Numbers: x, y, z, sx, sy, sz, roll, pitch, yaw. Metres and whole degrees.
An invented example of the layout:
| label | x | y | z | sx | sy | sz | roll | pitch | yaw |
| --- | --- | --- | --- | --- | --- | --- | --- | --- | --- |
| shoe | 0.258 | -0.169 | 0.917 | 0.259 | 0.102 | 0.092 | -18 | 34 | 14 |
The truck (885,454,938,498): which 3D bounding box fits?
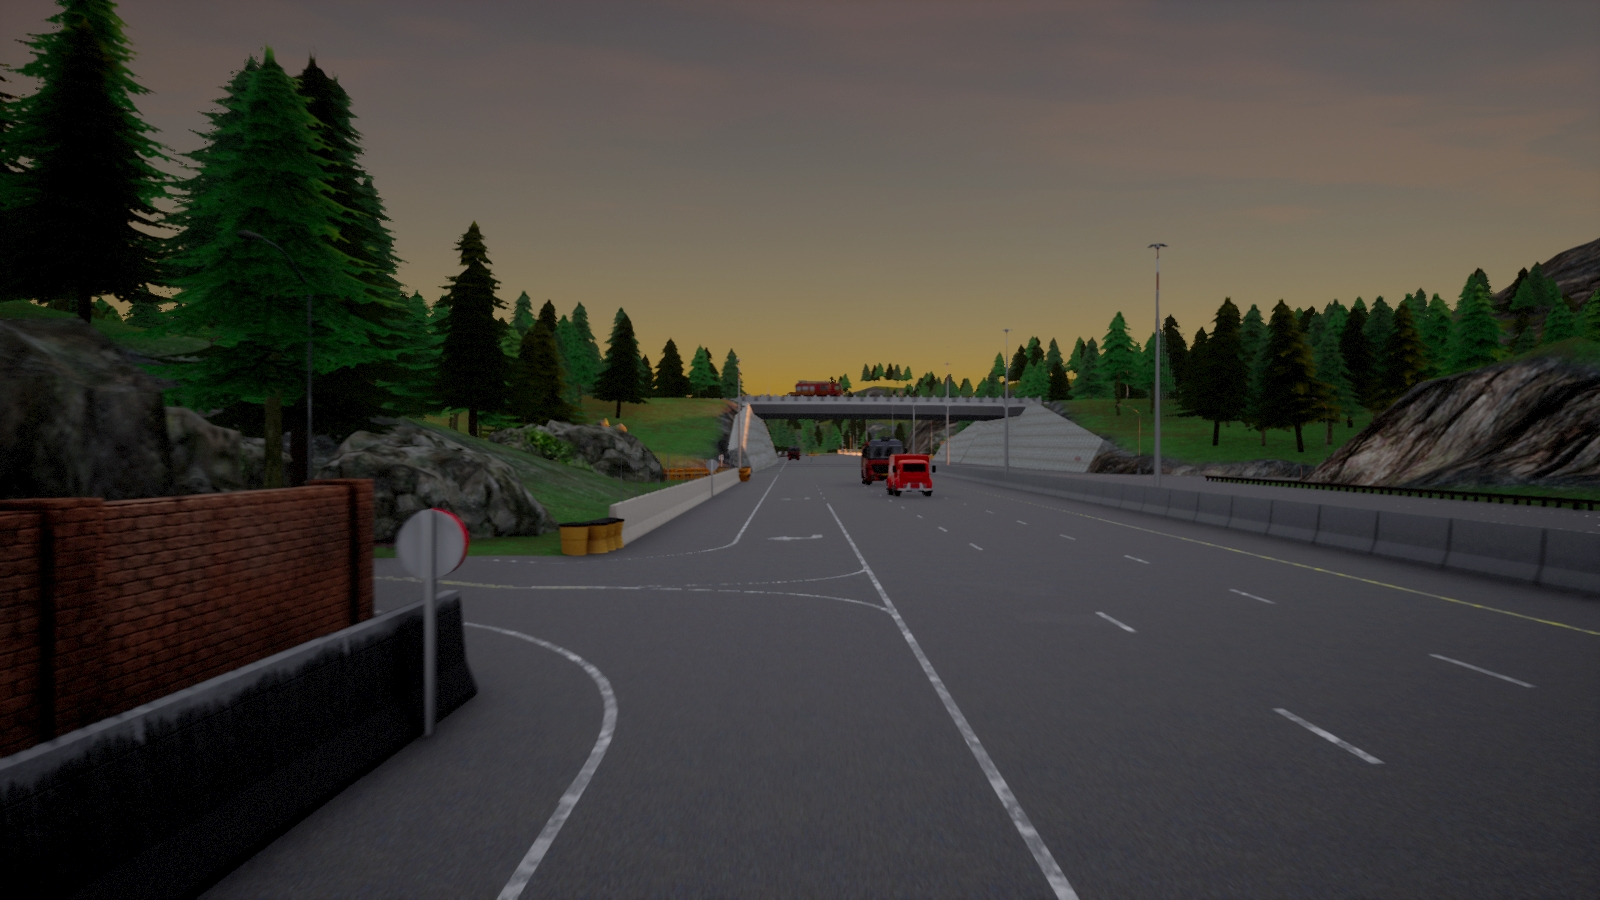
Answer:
| label | x | y | z | sx | sy | sz | roll | pitch | yaw |
| --- | --- | --- | --- | --- | --- | --- | --- | --- | --- |
| truck | 6.625 | 1.515 | 68.519 | 2.627 | 2.467 | 5.204 | 0 | 0 | 0 |
